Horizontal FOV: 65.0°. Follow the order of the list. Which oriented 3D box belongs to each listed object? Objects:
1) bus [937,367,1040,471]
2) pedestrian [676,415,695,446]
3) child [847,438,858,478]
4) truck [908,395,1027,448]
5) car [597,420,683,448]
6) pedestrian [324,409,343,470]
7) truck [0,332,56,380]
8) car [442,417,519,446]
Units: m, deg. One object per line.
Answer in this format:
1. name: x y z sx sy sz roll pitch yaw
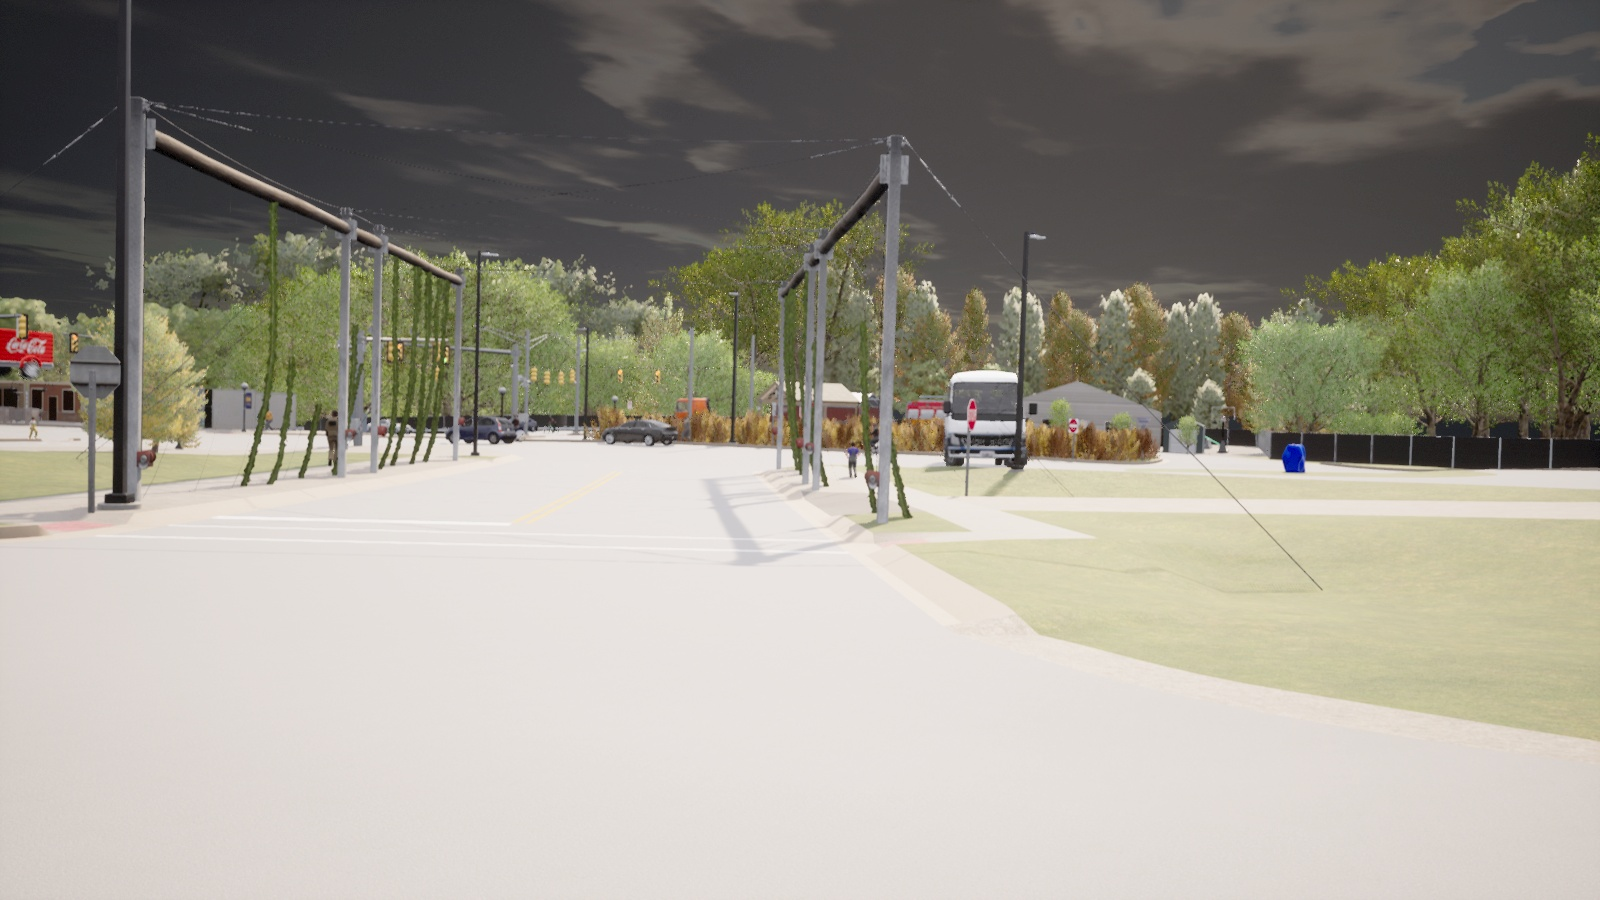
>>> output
1. bus: 8.274 -1.370 56.635 3.944 4.253 10.273 0 1 5
2. pedestrian: -7.232 -1.227 79.325 0.873 1.952 0.659 3 3 30
3. child: 1.714 0.252 40.706 0.270 1.263 0.437 1 2 -4
4. truck: 12.769 -2.207 95.831 8.468 3.827 2.891 2 3 29
5. car: -9.323 -0.967 72.972 4.892 1.490 1.837 2 3 31
6. pedestrian: -14.849 -0.342 39.977 0.396 1.930 0.692 1 2 -6
7. truck: -43.547 -5.162 67.828 2.627 2.467 5.204 5 3 21
8. car: -18.503 -1.097 72.737 3.988 1.617 1.851 1 2 20
